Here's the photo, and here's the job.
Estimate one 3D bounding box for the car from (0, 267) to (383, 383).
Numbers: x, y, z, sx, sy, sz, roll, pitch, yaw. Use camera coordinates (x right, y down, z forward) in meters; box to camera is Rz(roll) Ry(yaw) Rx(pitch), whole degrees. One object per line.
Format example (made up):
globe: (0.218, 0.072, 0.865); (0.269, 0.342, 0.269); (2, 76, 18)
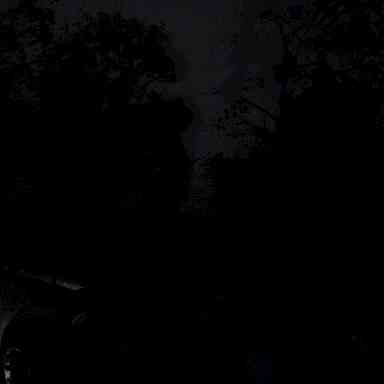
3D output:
car: (-0.237, 1.560, 3.548); (4.181, 1.385, 1.994); (0, 0, 36)
